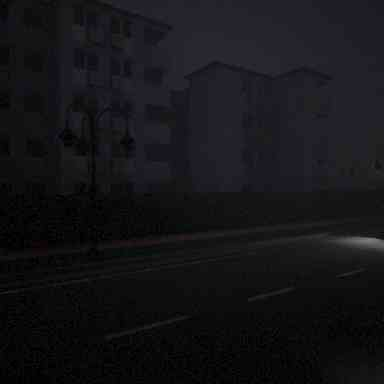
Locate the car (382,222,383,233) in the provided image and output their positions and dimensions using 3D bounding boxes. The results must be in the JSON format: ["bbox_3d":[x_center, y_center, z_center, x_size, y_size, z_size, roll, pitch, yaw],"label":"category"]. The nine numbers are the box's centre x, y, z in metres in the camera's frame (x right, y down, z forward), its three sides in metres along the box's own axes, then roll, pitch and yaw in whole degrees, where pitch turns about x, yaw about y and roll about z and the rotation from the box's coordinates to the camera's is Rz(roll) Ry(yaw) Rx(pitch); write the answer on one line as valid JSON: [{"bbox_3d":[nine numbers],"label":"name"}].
[{"bbox_3d":[10.861,1.316,15.640,4.892,1.490,1.837,-1,0,-34],"label":"car"}]
